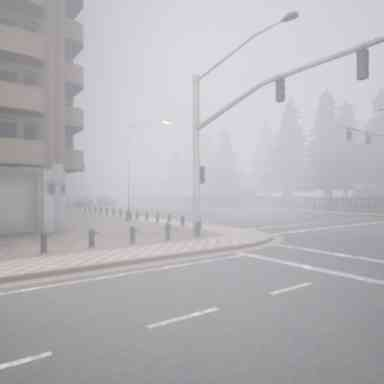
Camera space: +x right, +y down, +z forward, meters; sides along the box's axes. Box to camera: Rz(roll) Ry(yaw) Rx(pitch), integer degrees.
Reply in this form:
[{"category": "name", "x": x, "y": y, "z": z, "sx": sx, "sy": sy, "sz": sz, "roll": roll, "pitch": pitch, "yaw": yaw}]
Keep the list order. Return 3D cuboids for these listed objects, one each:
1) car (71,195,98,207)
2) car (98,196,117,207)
[{"category": "car", "x": -16.146, "y": 1.536, "z": 49.988, "sx": 1.994, "sy": 1.385, "sz": 4.181, "roll": 0, "pitch": 0, "yaw": -35}, {"category": "car", "x": -13.336, "y": 1.458, "z": 52.073, "sx": 1.837, "sy": 1.490, "sz": 4.892, "roll": 0, "pitch": 0, "yaw": -35}]
